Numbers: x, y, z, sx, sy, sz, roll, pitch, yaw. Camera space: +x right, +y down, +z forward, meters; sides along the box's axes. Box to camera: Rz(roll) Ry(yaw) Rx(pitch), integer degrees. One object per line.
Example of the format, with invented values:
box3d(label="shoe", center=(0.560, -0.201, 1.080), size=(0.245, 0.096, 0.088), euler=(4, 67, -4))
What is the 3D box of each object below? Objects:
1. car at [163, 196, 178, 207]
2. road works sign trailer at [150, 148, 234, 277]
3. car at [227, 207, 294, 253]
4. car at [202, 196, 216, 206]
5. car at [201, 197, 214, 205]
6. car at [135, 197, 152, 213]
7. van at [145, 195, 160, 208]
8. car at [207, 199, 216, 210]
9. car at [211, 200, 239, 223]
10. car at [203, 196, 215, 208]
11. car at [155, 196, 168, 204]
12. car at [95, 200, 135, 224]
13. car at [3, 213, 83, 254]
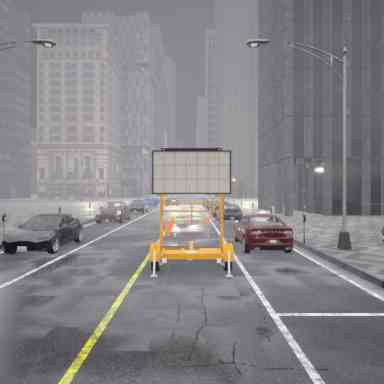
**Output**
box3d(label="car", center=(-3.053, 1.523, 50.510), size=(2.033, 1.411, 5.357), euler=(0, 0, 0))
box3d(label="road works sign trailer", center=(-0.010, 0.463, 10.221), size=(2.380, 3.560, 2.880), euler=(0, 0, 0))
box3d(label="car", center=(2.747, 1.543, 13.488), size=(1.887, 1.381, 4.507), euler=(0, 0, 0))
box3d(label="car", center=(2.704, 1.414, 52.974), size=(1.967, 1.590, 4.097), euler=(0, 0, 0))
box3d(label="car", center=(2.699, 1.518, 58.615), size=(2.008, 1.369, 4.403), euler=(0, 0, 0))
box3d(label="car", center=(-5.803, 1.554, 36.041), size=(1.947, 1.339, 4.313), euler=(0, 0, 0))
box3d(label="van", center=(-5.815, 1.320, 47.322), size=(1.690, 1.788, 3.998), euler=(0, 0, 0))
box3d(label="car", center=(2.729, 1.558, 30.410), size=(1.947, 1.339, 4.313), euler=(0, 0, 0))
box3d(label="car", center=(2.735, 1.546, 24.770), size=(2.008, 1.369, 4.403), euler=(0, 0, 0))
box3d(label="car", center=(2.716, 1.509, 41.862), size=(1.752, 1.417, 4.829), euler=(0, 0, 0))
box3d(label="car", center=(-5.833, 1.512, 64.245), size=(2.008, 1.369, 4.403), euler=(0, 0, 0))
box3d(label="car", center=(-5.791, 1.435, 24.758), size=(1.967, 1.590, 4.097), euler=(0, 0, 0))
box3d(label="car", center=(-5.779, 1.564, 13.476), size=(1.947, 1.339, 4.313), euler=(0, 0, 0))
